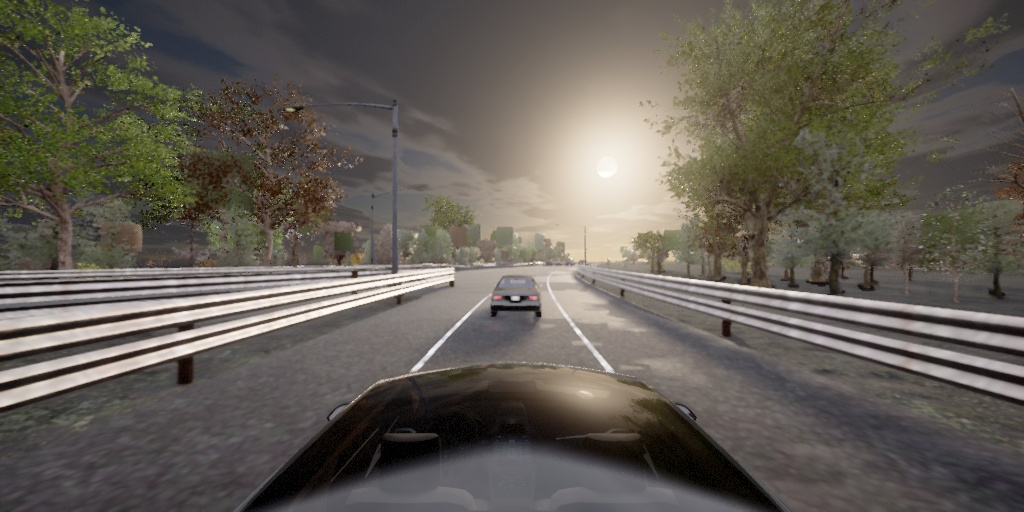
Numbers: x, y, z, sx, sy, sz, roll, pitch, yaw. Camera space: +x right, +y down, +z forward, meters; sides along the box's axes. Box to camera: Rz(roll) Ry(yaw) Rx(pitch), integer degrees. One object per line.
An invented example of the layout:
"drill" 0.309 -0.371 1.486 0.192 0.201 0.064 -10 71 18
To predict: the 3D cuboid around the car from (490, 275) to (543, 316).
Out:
"car" 0.218 1.428 14.015 2.033 1.411 5.357 0 -1 3
